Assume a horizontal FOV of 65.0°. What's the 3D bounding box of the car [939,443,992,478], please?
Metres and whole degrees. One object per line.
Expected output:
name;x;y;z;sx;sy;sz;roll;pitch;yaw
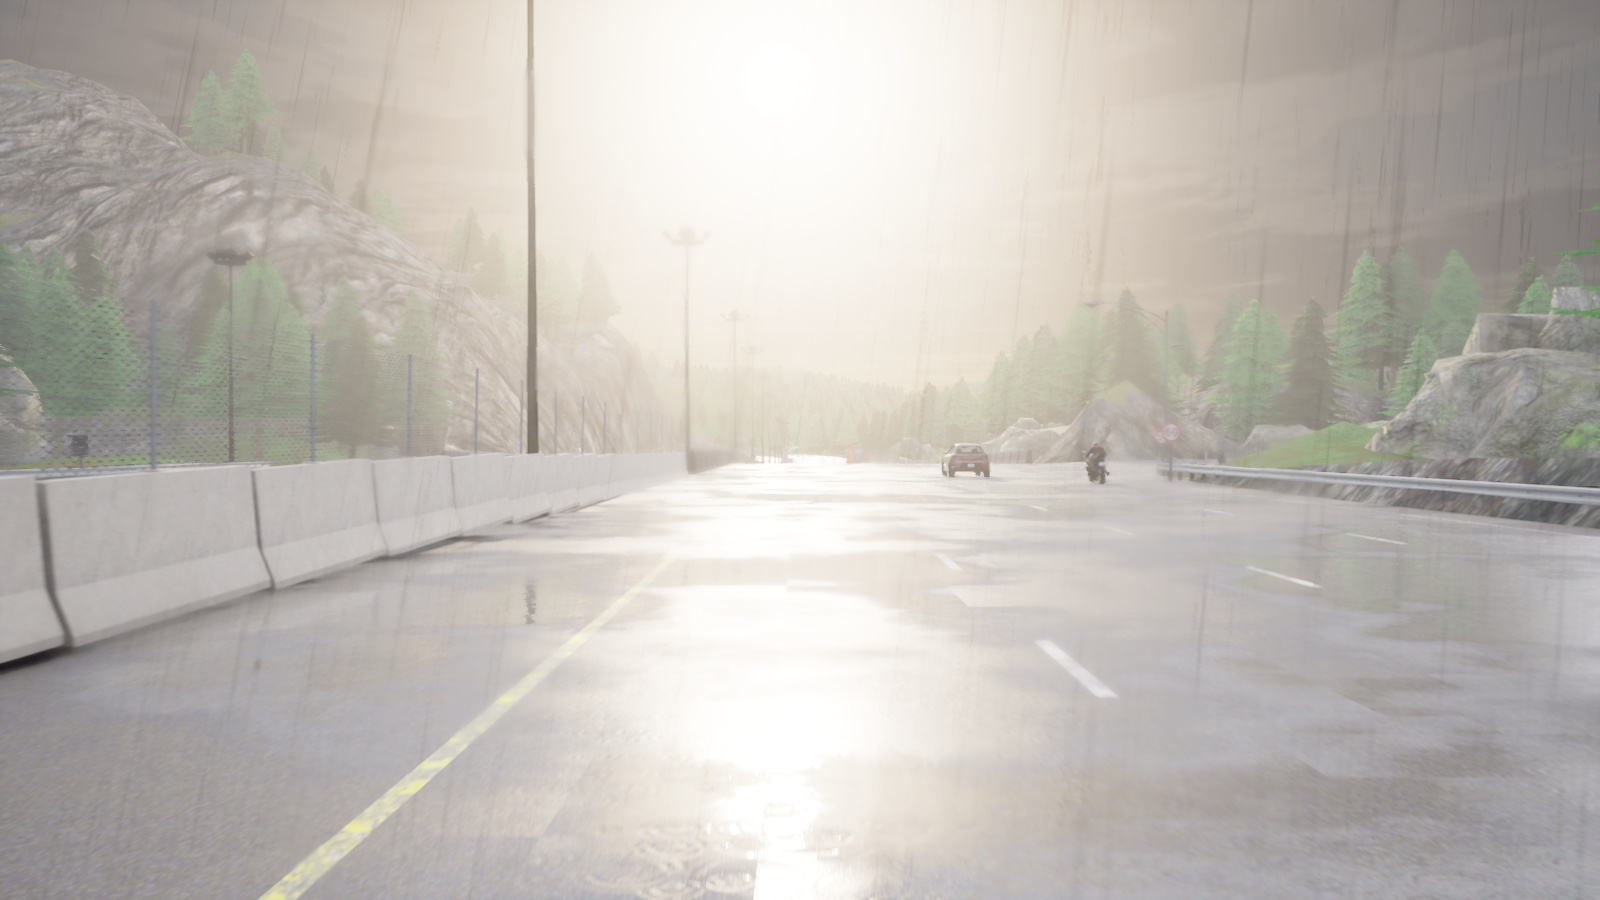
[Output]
car;7.255;0.453;55.370;1.816;1.474;4.193;0;0;0

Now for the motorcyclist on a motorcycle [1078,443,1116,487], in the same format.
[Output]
motorcyclist on a motorcycle;10.730;0.523;45.463;0.866;1.530;2.191;0;0;0
